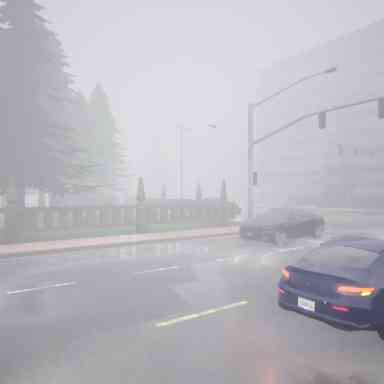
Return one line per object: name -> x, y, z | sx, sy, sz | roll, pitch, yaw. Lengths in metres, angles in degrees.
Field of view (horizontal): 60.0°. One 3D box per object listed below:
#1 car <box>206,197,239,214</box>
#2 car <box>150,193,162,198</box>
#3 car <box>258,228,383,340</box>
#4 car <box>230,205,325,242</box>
car -> 2.827, 1.296, 32.225 | 2.097, 1.767, 4.553 | 0, 0, -32
car -> -5.930, 1.166, 57.596 | 2.150, 2.045, 5.566 | 0, 0, -1
car -> 3.609, 1.526, 6.341 | 4.674, 1.442, 1.812 | 0, 0, -35
car -> 4.287, 1.478, 15.469 | 5.008, 1.535, 1.882 | 0, 1, -41
